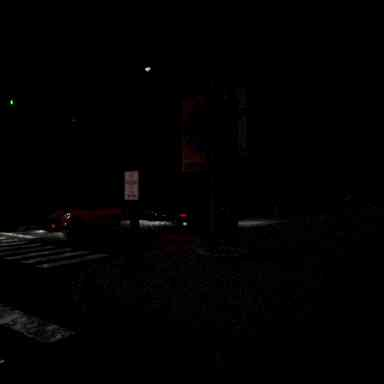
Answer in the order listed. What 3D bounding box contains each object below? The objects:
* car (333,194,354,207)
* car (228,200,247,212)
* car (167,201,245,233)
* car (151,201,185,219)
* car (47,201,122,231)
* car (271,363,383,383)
[{"bbox_3d":[24.096,1.347,52.872,2.150,2.045,5.566,0,0,35],"label":"car"},{"bbox_3d":[4.342,1.617,36.553,1.994,1.385,4.181,0,0,36],"label":"car"},{"bbox_3d":[1.013,1.526,20.269,2.128,1.511,4.902,0,0,35],"label":"car"},{"bbox_3d":[-1.456,1.539,28.375,1.837,1.490,4.892,0,0,35],"label":"car"},{"bbox_3d":[-6.688,1.370,20.987,2.097,1.767,4.553,0,0,35],"label":"car"},{"bbox_3d":[2.222,1.551,1.258,4.403,1.369,2.008,0,0,36],"label":"car"}]
